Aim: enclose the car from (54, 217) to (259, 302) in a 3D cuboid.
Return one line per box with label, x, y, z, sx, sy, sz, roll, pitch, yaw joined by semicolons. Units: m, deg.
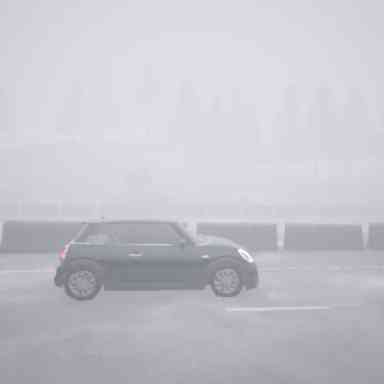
car;-0.747;1.398;8.004;4.553;1.767;2.097;1;0;-6
